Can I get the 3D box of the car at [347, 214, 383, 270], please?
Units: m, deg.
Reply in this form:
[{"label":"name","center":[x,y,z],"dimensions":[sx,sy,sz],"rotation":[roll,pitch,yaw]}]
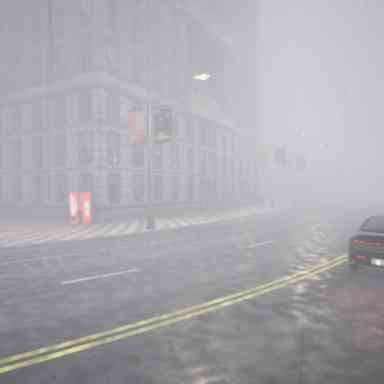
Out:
[{"label":"car","center":[6.096,1.391,9.636],"dimensions":[1.837,1.490,4.892],"rotation":[1,1,44]}]
